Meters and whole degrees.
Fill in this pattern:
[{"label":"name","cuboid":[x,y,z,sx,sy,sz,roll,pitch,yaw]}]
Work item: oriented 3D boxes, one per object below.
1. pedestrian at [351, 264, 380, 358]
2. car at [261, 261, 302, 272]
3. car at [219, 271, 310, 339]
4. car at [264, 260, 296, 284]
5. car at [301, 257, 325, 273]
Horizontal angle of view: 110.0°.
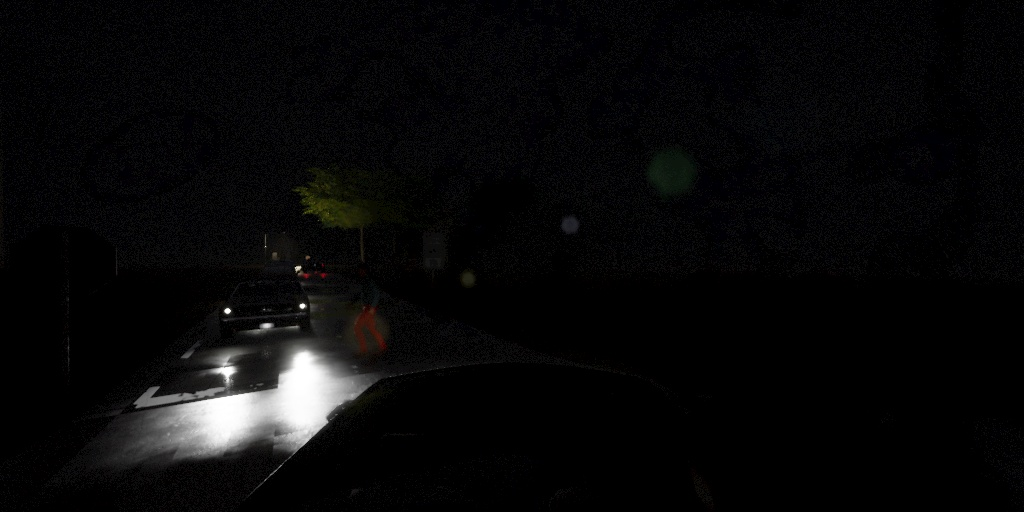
[{"label":"pedestrian","cuboid":[-2.815,1.015,6.884,0.375,1.860,0.375,0,0,-32]},{"label":"car","cuboid":[-12.302,1.182,18.879,1.812,1.442,4.674,0,0,-32]},{"label":"car","cuboid":[-6.871,1.298,10.201,1.895,1.301,4.718,0,0,-32]},{"label":"car","cuboid":[-17.641,1.124,27.420,1.882,1.535,5.008,0,0,-32]},{"label":"car","cuboid":[-22.463,1.023,40.663,2.097,1.767,4.553,0,0,-31]}]
